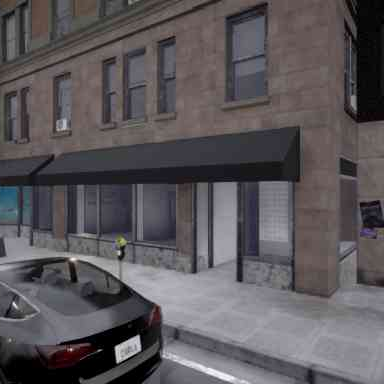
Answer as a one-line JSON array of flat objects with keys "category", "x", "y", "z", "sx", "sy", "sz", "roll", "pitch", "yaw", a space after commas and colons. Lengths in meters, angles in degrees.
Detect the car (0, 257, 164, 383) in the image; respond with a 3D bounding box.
[{"category": "car", "x": -2.314, "y": 1.566, "z": 4.451, "sx": 4.313, "sy": 1.339, "sz": 1.947, "roll": 0, "pitch": 0, "yaw": 35}]
